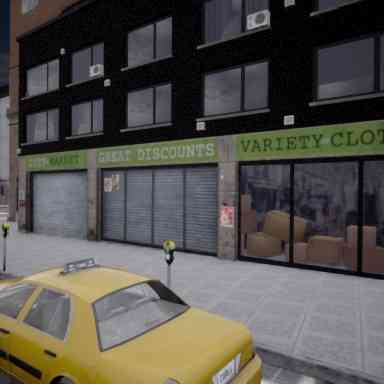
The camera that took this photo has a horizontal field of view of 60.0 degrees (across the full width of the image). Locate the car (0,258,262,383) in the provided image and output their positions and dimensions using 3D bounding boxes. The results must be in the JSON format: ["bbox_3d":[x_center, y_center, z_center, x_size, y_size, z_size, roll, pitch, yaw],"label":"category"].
[{"bbox_3d":[-1.579,1.524,4.217,4.829,1.417,1.752,0,1,35],"label":"car"}]
